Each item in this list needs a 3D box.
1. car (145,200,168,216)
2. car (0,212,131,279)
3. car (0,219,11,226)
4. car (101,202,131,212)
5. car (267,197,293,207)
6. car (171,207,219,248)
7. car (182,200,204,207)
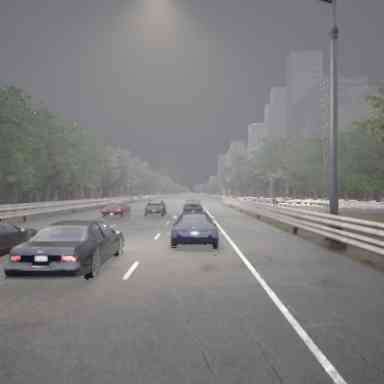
[{"bbox_3d":[-3.393,1.487,32.115,2.128,1.511,4.902,0,0,0],"label":"car"},{"bbox_3d":[-3.400,1.549,10.006,2.033,1.411,5.357,0,0,0],"label":"car"},{"bbox_3d":[-6.899,1.548,10.705,2.033,1.411,5.357,0,0,0],"label":"car"},{"bbox_3d":[-6.890,1.596,30.775,1.895,1.301,4.718,0,0,0],"label":"car"},{"bbox_3d":[14.515,1.601,55.114,2.128,1.511,4.902,0,1,-30],"label":"car"},{"bbox_3d":[0.104,1.564,14.884,1.994,1.385,4.181,0,0,0],"label":"car"},{"bbox_3d":[0.110,1.500,32.203,1.837,1.490,4.892,0,0,0],"label":"car"}]
